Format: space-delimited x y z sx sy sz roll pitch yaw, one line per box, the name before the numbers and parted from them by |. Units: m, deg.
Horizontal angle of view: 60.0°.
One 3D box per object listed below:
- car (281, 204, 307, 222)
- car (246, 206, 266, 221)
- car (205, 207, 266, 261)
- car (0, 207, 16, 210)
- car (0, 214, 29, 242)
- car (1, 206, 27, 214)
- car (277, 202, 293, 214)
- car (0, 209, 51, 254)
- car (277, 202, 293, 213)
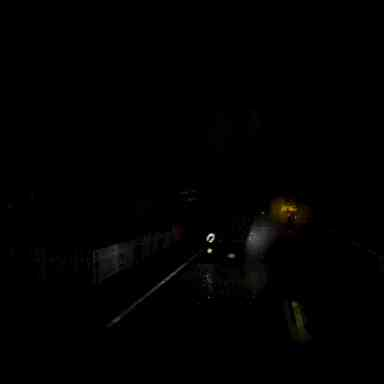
car | 9.899 2.127 32.128 1.895 1.301 4.718 -2 -1 13
car | 6.929 2.275 35.584 1.895 1.301 4.718 -2 -1 13
car | 1.883 1.701 13.921 2.097 1.767 4.553 -2 -1 13
car | -37.766 3.779 66.310 5.027 1.636 2.152 -2 -1 12
car | -13.336 2.381 21.887 2.242 1.667 4.611 -2 -1 12
car | -37.141 3.837 69.384 4.514 1.523 2.007 -2 -1 12
car | 12.171 2.154 42.014 1.882 1.535 5.008 -2 -1 13
car | -8.748 1.983 16.438 1.905 1.878 3.866 -2 -1 12
car | 14.230 2.295 51.255 1.882 1.535 5.008 -2 -1 11
